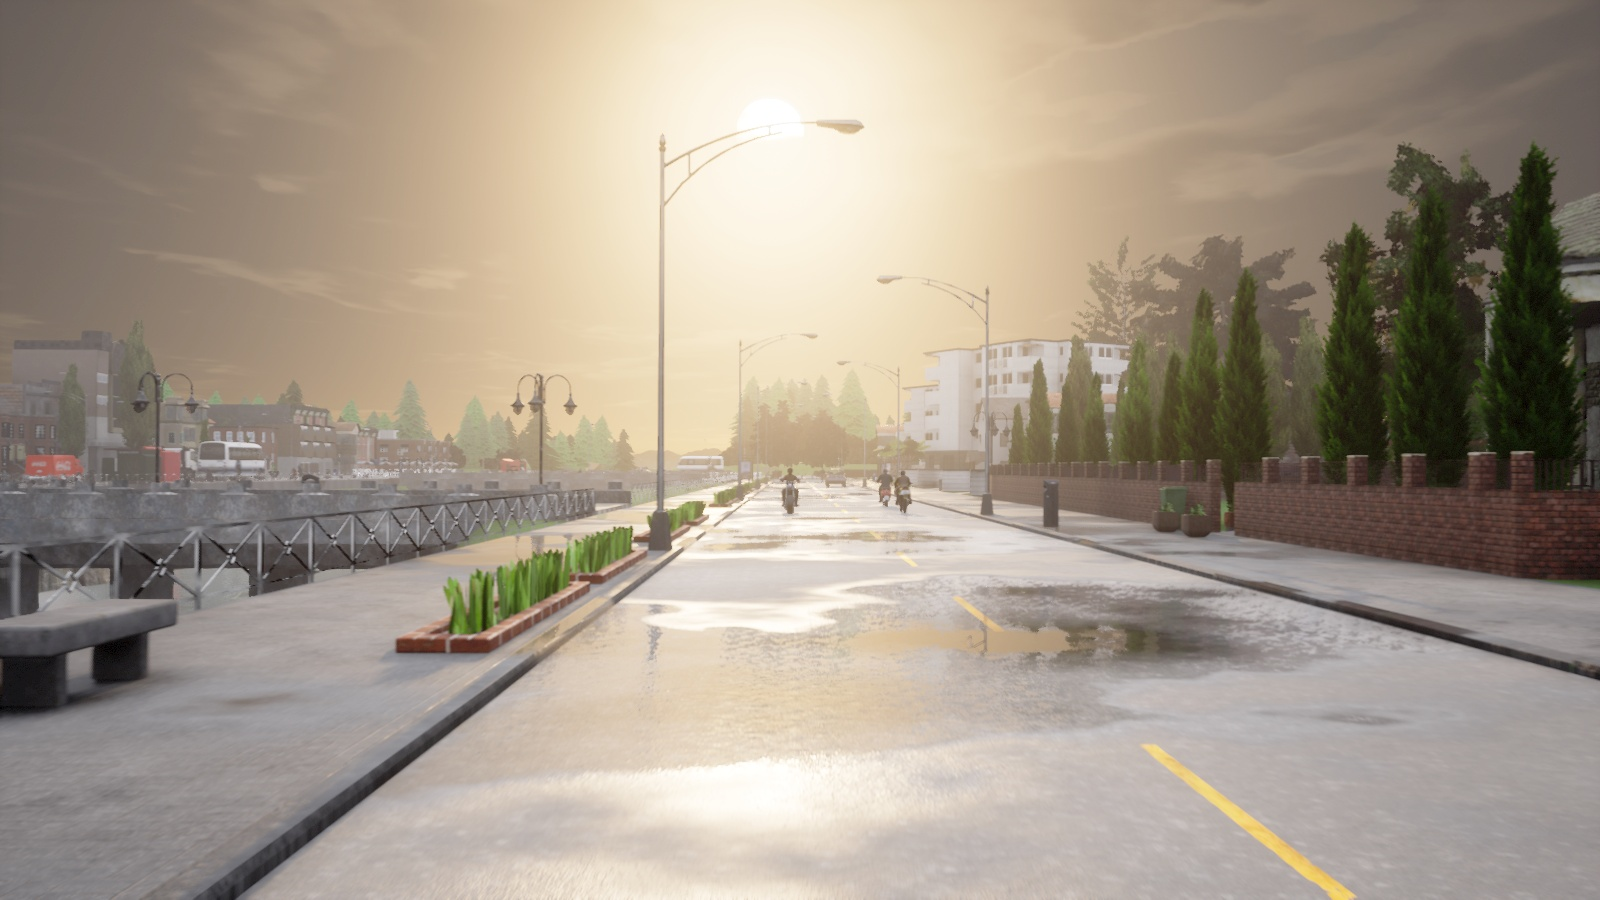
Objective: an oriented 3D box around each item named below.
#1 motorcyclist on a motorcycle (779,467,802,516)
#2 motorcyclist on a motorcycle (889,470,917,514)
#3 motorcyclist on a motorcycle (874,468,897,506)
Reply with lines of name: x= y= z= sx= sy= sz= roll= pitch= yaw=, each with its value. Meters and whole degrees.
motorcyclist on a motorcycle: x=-0.327 y=1.438 z=44.043 sx=0.766 sy=1.649 sz=2.350 roll=0 pitch=-1 yaw=0
motorcyclist on a motorcycle: x=3.669 y=1.465 z=44.742 sx=0.797 sy=1.523 sz=2.044 roll=0 pitch=-1 yaw=0
motorcyclist on a motorcycle: x=3.606 y=1.565 z=53.111 sx=0.866 sy=1.590 sz=1.817 roll=0 pitch=-1 yaw=0
